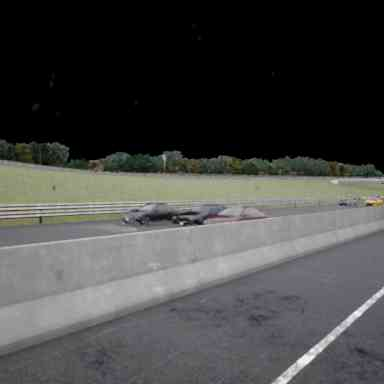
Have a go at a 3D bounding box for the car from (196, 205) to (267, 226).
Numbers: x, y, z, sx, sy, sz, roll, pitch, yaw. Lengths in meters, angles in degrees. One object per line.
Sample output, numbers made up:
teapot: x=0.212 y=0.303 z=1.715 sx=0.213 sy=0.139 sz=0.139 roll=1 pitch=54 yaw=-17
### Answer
car: x=2.566 y=1.553 z=18.809 sx=1.812 sy=1.442 sz=4.674 roll=0 pitch=0 yaw=42

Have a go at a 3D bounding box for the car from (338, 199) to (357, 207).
car: x=25.913 y=1.806 z=55.414 sx=1.994 sy=1.385 sz=4.181 roll=0 pitch=0 yaw=42

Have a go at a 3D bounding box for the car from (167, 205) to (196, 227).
car: x=1.126 y=1.570 z=22.453 sx=2.033 sy=1.411 sz=5.357 roll=0 pitch=0 yaw=42

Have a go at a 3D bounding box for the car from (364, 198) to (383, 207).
car: x=29.806 y=1.739 z=54.519 sx=1.882 sy=1.535 sz=5.008 roll=0 pitch=0 yaw=42

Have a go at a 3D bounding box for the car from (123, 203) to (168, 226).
car: x=-2.674 y=1.526 z=23.466 sx=1.812 sy=1.442 sz=4.674 roll=0 pitch=0 yaw=42
